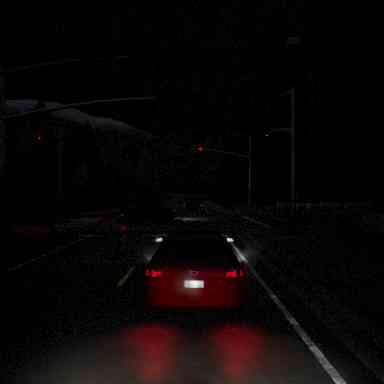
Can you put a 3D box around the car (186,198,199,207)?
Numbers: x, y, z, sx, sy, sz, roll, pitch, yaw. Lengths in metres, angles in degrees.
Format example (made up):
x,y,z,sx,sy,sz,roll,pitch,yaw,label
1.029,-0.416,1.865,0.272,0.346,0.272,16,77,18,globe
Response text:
x,y,z,sx,sy,sz,roll,pitch,yaw,label
0.091,1.564,50.972,1.994,1.385,4.181,0,0,0,car

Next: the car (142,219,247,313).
x,y,z,sx,sy,sz,roll,pitch,yaw,label
0.060,1.564,7.762,1.994,1.385,4.181,0,0,1,car

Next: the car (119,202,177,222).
x,y,z,sx,sy,sz,roll,pitch,yaw,label
-3.371,1.522,26.055,4.674,1.442,1.812,0,1,-37,car
